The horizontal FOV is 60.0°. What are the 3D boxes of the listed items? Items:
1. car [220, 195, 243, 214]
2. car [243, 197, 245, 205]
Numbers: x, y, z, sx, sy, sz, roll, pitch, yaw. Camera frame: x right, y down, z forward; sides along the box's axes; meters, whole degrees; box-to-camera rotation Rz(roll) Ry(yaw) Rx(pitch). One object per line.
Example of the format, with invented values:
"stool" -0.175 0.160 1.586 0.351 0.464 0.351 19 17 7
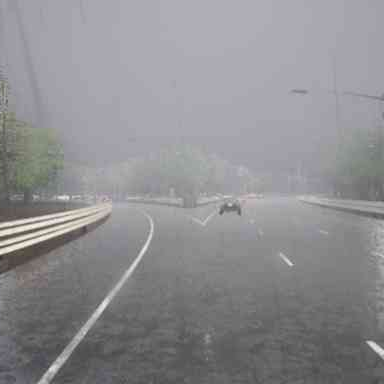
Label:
"car" 4.131 1.352 35.393 2.097 1.767 4.553 0 0 8
"car" 8.750 1.358 61.577 2.097 1.767 4.553 0 0 12
